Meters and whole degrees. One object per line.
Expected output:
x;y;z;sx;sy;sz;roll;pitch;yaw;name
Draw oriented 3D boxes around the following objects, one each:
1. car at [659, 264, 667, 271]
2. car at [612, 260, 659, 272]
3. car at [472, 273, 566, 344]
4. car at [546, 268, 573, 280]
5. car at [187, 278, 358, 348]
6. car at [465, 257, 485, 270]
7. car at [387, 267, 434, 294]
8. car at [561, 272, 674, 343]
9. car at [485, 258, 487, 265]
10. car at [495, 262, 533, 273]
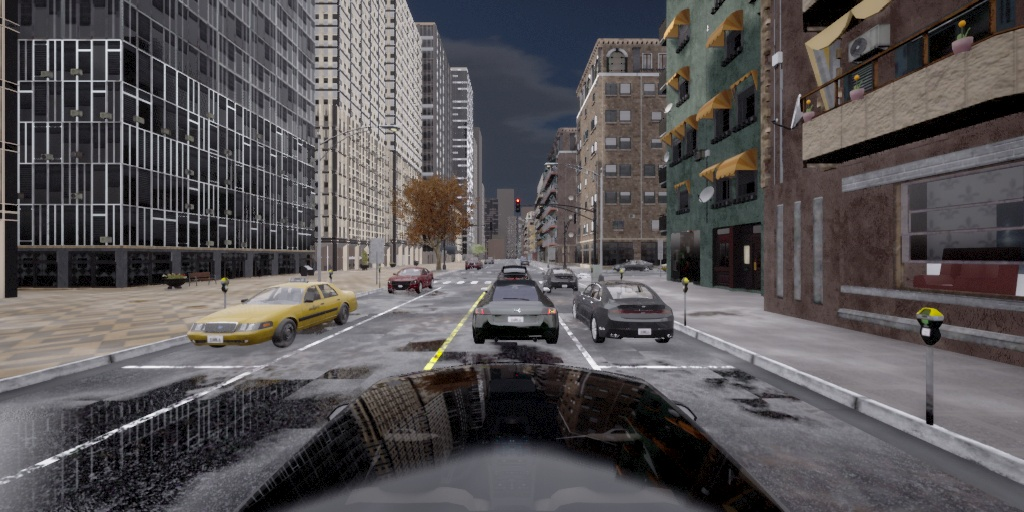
18.841;1.006;39.983;4.829;1.417;1.751;0;0;-1;car
13.444;1.108;39.929;4.403;1.370;2.007;0;0;-1;car
0.089;1.315;9.598;1.994;1.385;4.181;0;0;0;car
2.693;1.305;20.516;2.007;1.370;4.403;0;0;0;car
-5.690;1.276;9.283;1.751;1.417;4.829;0;0;0;car
-5.679;1.098;52.906;2.192;1.841;5.009;0;0;0;car
-5.687;1.299;20.518;1.888;1.381;4.507;0;0;0;car
2.691;1.301;9.450;2.007;1.370;4.403;0;0;0;car
-5.677;1.356;58.429;1.948;1.339;4.313;0;0;0;car
0.109;1.259;19.647;1.837;1.490;4.892;0;0;-1;car
